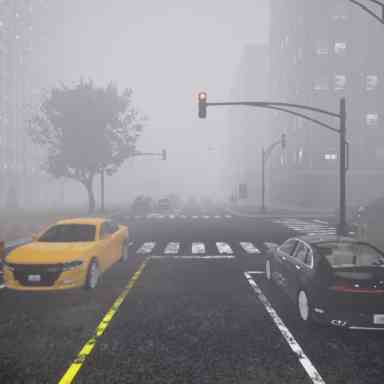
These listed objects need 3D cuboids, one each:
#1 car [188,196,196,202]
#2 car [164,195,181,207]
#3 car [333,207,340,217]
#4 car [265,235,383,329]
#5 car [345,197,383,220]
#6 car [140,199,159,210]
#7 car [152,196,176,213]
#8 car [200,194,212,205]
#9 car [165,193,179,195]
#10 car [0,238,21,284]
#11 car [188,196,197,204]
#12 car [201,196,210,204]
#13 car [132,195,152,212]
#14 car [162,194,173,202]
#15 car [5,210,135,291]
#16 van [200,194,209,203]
[{"bbox_3d":[-0.013,1.667,78.852,1.895,1.301,4.718,0,0,0],"label":"car"},{"bbox_3d":[-3.103,1.521,48.097,2.128,1.511,4.902,0,0,0],"label":"car"},{"bbox_3d":[13.421,1.350,26.267,4.403,1.369,2.008,-1,1,-1],"label":"car"},{"bbox_3d":[2.688,1.551,6.859,2.008,1.369,4.403,0,0,0],"label":"car"},{"bbox_3d":[13.480,1.151,23.667,4.553,1.767,2.097,-1,0,-1],"label":"car"},{"bbox_3d":[-5.699,1.592,44.769,1.947,1.339,4.313,0,0,0],"label":"car"},{"bbox_3d":[-3.105,1.524,37.890,1.837,1.490,4.892,0,0,0],"label":"car"},{"bbox_3d":[2.679,1.610,61.338,1.947,1.339,4.313,0,0,0],"label":"car"},{"bbox_3d":[-3.095,1.262,58.675,2.150,2.045,5.566,0,0,-1],"label":"car"},{"bbox_3d":[-5.692,1.545,6.857,1.887,1.381,4.507,0,0,0],"label":"car"},{"bbox_3d":[0.082,1.595,63.976,2.033,1.411,5.357,0,0,-1],"label":"car"},{"bbox_3d":[2.678,1.577,67.031,1.752,1.417,4.829,0,0,0],"label":"car"},{"bbox_3d":[-5.699,1.336,39.246,2.192,1.841,5.009,0,0,0],"label":"car"},{"bbox_3d":[-5.705,1.385,77.905,2.192,1.841,5.009,0,0,0],"label":"car"},{"bbox_3d":[-3.114,1.479,9.235,1.882,1.535,5.008,0,0,2],"label":"car"},{"bbox_3d":[2.676,1.401,72.385,1.690,1.788,3.998,0,0,0],"label":"van"}]
